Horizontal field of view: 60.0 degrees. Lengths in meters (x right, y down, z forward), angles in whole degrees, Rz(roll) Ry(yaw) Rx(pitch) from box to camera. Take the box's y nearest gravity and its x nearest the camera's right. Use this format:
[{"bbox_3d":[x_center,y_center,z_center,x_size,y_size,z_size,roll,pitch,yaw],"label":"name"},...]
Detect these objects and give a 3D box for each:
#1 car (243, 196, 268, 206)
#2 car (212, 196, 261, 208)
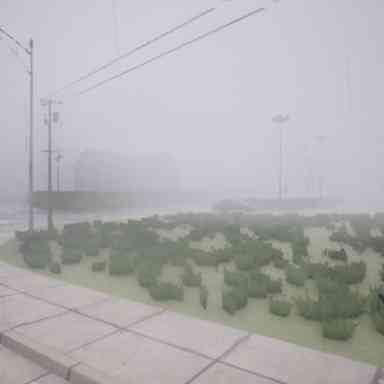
[{"bbox_3d":[10.727,1.458,55.921,2.128,1.511,4.902,0,0,36],"label":"car"},{"bbox_3d":[4.498,1.484,35.336,4.892,1.490,1.837,0,-1,31],"label":"car"}]
